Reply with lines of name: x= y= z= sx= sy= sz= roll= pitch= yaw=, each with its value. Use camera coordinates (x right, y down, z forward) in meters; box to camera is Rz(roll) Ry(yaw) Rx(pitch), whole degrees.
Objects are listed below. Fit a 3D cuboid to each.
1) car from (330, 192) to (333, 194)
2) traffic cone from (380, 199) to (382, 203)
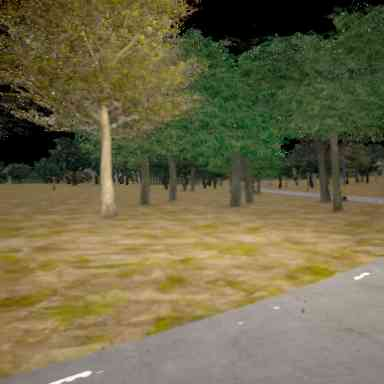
car: x=34.083 y=0.364 z=84.499 sx=1.812 sy=1.442 sz=4.674 roll=-3 pitch=1 yaw=-1
traffic cone: x=31.319 y=1.538 z=55.203 sx=0.340 sy=0.580 sz=0.340 roll=-2 pitch=1 yaw=12
